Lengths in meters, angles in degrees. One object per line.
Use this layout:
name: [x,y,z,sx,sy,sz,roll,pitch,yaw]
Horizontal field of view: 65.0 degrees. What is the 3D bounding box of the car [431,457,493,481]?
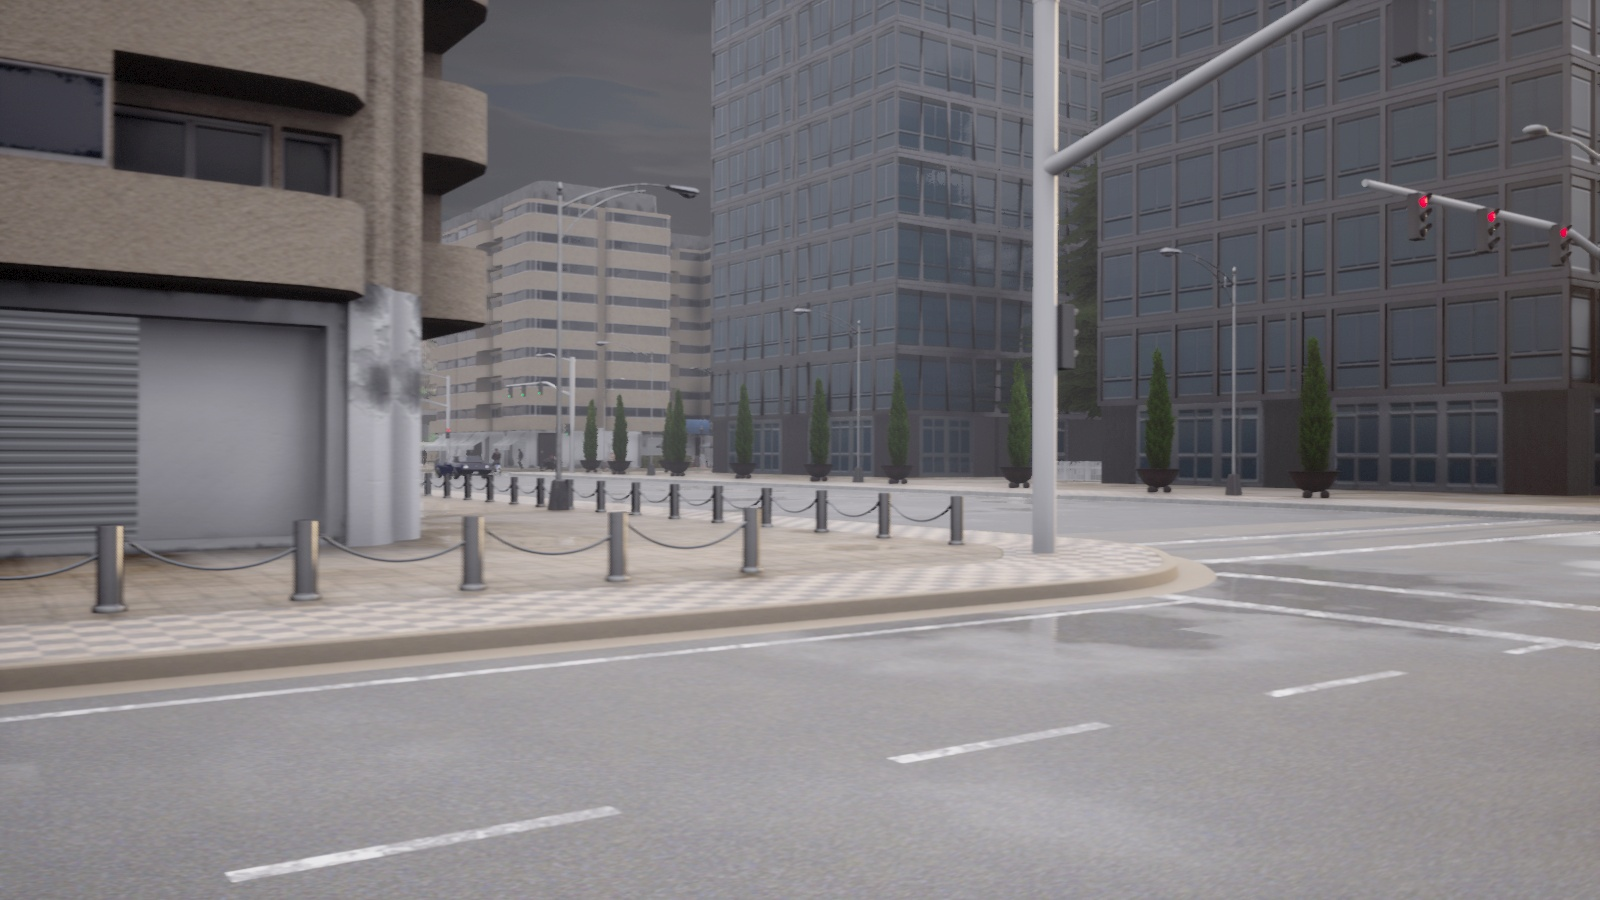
car: [-18.982,1.047,70.363,1.895,1.301,4.718,0,0,-34]
